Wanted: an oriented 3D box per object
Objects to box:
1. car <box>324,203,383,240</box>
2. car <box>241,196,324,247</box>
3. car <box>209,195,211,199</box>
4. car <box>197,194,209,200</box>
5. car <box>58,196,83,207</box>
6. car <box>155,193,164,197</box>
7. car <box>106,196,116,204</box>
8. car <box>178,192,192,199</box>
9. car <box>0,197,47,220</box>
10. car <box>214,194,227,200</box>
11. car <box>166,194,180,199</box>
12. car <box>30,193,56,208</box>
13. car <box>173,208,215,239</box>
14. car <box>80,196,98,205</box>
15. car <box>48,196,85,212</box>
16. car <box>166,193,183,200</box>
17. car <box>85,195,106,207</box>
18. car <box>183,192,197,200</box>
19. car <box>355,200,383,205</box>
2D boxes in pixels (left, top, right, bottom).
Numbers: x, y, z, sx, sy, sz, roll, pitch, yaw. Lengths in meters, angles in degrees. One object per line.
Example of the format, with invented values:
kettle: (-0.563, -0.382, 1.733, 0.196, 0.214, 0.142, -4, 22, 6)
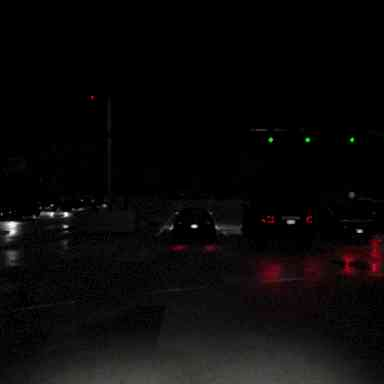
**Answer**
car: (7.104, 1.436, 16.499, 2.128, 1.511, 4.902, 0, 0, 0)
car: (3.604, 1.173, 14.777, 2.150, 2.045, 5.566, 0, 0, 0)
car: (3.383, 1.237, 89.084, 1.812, 1.442, 4.674, 0, 0, -26)
car: (1.839, 1.280, 83.383, 1.994, 1.385, 4.181, 0, 0, -22)
car: (-17.490, 1.375, 48.144, 1.812, 1.442, 4.674, 0, 0, 0)
car: (-8.349, 1.024, 89.528, 1.882, 1.535, 5.008, 0, 0, -30)
car: (-14.042, 1.372, 55.625, 2.033, 1.411, 5.357, 0, 0, 0)
car: (-2.036, 0.888, 92.558, 2.097, 1.767, 4.553, 0, 0, -30)
car: (-14.079, 1.420, 27.143, 1.837, 1.490, 4.892, 0, 0, 0)
car: (6.779, 1.242, 79.473, 1.837, 1.490, 4.892, 0, 0, -18)
car: (-5.215, 1.135, 91.083, 1.895, 1.301, 4.718, 0, 0, -30)
car: (-17.511, 1.101, 38.621, 2.150, 2.045, 5.566, 0, 0, 0)
car: (0.104, 1.509, 16.916, 1.994, 1.385, 4.181, 0, 0, 0)
car: (-17.565, 1.422, 57.011, 1.895, 1.301, 4.718, 0, 0, -3)
car: (-14.029, 1.408, 37.405, 1.812, 1.442, 4.674, 0, 0, 0)
car: (-4.393, 1.238, 80.047, 1.837, 1.490, 4.892, 0, 0, -22)
car: (-13.990, 1.206, 46.361, 2.097, 1.767, 4.553, 0, 0, 0)
car: (-1.177, 1.209, 81.427, 1.882, 1.535, 5.008, 0, 0, -22)
car: (10.604, 1.283, 20.009, 2.097, 1.767, 4.553, 0, 0, 0)
